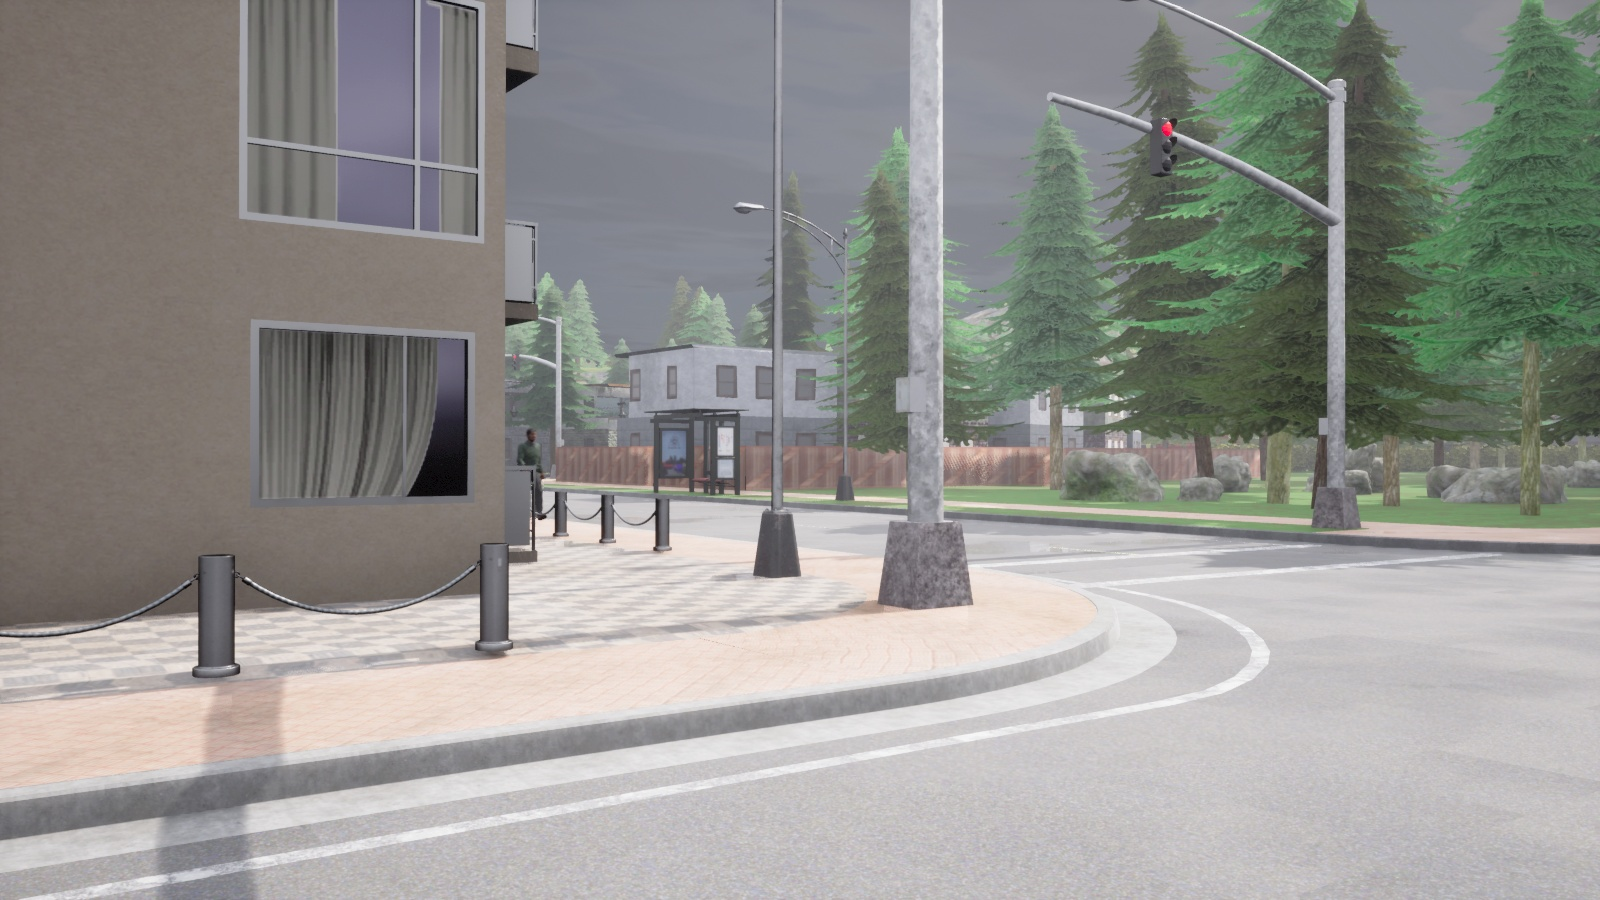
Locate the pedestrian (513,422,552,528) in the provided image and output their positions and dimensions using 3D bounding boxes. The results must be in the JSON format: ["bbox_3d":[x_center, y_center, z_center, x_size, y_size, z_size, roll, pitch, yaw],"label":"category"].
[{"bbox_3d":[-5.020,0.459,23.554,0.423,1.949,0.788,0,0,-38],"label":"pedestrian"}]
